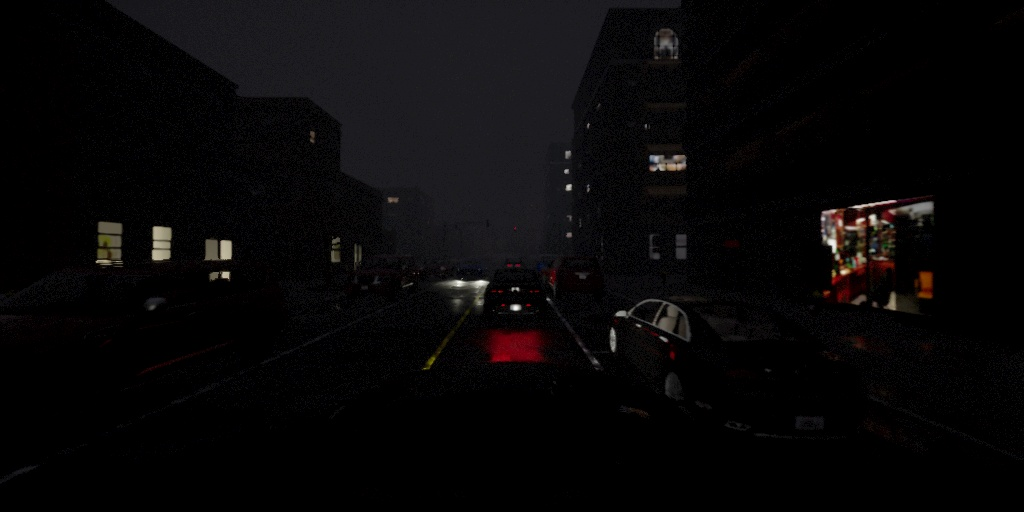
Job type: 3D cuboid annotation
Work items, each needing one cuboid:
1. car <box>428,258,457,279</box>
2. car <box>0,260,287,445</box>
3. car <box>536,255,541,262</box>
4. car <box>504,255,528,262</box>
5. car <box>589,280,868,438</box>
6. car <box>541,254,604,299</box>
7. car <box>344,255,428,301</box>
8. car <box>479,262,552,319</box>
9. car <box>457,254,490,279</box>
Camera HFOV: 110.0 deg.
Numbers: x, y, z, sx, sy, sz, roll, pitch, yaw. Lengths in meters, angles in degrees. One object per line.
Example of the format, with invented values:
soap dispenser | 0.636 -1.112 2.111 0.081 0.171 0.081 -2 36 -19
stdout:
car | -5.636 0.849 27.095 1.967 1.591 4.097 0 0 0
car | -5.681 1.014 5.468 2.192 1.841 5.009 0 0 0
car | 2.733 0.922 21.663 1.967 1.591 4.097 0 0 0
car | 0.148 0.879 28.687 2.128 1.511 4.902 0 1 0
car | 2.700 1.251 5.443 2.007 1.370 4.403 0 0 0
car | 2.722 0.870 16.256 2.192 1.841 5.009 0 0 0
car | -5.659 0.869 16.281 2.192 1.841 5.009 0 0 0
car | 0.111 1.115 12.104 1.837 1.490 4.892 0 1 0
car | -3.040 0.880 27.553 1.882 1.535 5.008 0 1 0
